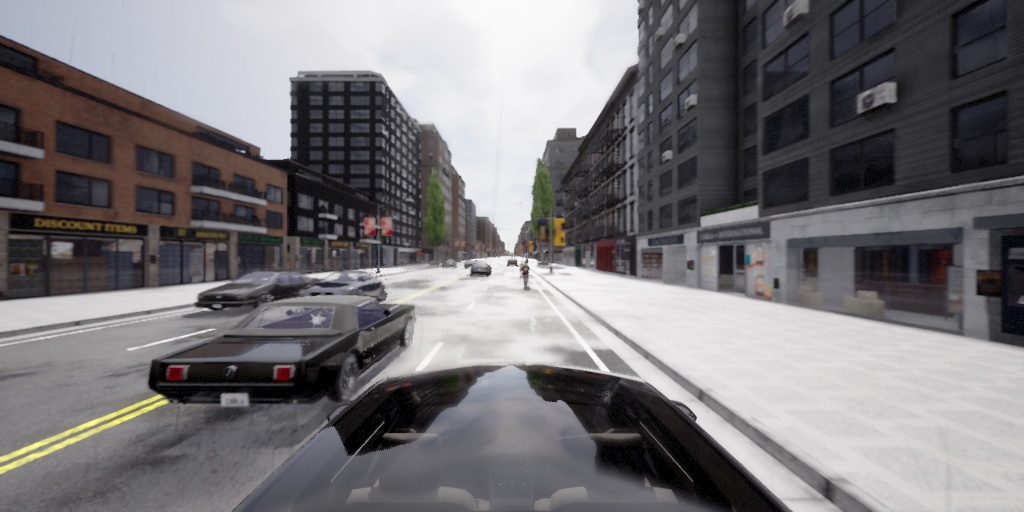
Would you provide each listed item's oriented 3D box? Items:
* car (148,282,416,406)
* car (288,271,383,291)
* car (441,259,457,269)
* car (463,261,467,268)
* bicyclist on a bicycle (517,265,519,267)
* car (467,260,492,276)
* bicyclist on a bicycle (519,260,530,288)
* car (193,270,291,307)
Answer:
[{"bbox_3d":[-3.150,1.347,6.303,1.895,1.301,4.718,0,0,0],"label":"car"},{"bbox_3d":[-6.595,1.304,14.398,1.994,1.385,4.181,0,0,0],"label":"car"},{"bbox_3d":[-9.786,1.220,56.171,1.812,1.442,4.674,0,0,1],"label":"car"},{"bbox_3d":[-6.535,1.256,57.294,1.994,1.385,4.181,0,0,1],"label":"car"},{"bbox_3d":[0.909,1.160,32.291,0.866,1.612,1.509,0,0,0],"label":"bicyclist on a bicycle"},{"bbox_3d":[-3.141,1.282,36.982,1.994,1.385,4.181,0,0,0],"label":"car"},{"bbox_3d":[0.897,1.186,22.683,0.582,1.620,1.656,0,0,0],"label":"bicyclist on a bicycle"},{"bbox_3d":[-9.848,1.288,14.635,2.033,1.411,5.357,0,0,0],"label":"car"}]
